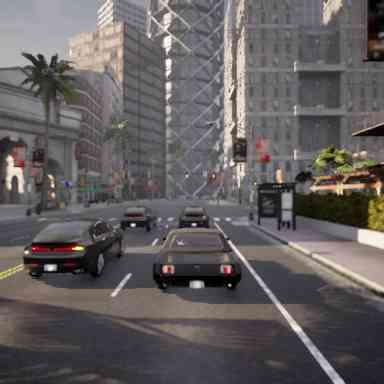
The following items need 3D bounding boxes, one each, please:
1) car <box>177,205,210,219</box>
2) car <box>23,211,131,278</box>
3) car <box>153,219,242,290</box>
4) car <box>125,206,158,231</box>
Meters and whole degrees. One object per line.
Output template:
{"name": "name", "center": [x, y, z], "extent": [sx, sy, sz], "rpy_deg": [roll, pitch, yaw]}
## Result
{"name": "car", "center": [0.121, 1.641, 21.733], "extent": [1.837, 1.490, 4.892], "rpy_deg": [0, 0, 0]}
{"name": "car", "center": [-3.384, 1.570, 10.375], "extent": [1.837, 1.490, 4.892], "rpy_deg": [0, 0, 0]}
{"name": "car", "center": [0.112, 1.659, 9.180], "extent": [1.895, 1.301, 4.718], "rpy_deg": [0, 0, 0]}
{"name": "car", "center": [-3.378, 1.640, 21.501], "extent": [1.837, 1.490, 4.892], "rpy_deg": [0, 0, 0]}
